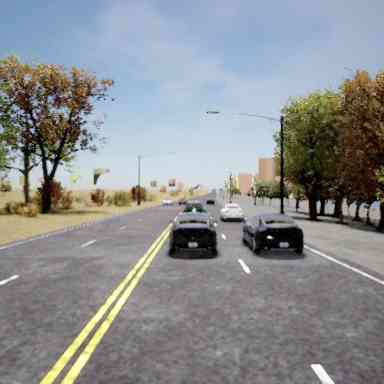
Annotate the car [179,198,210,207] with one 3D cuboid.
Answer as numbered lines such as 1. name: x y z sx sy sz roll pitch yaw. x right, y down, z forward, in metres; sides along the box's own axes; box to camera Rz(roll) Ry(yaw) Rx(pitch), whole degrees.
1. car: 0.218 1.600 29.021 2.097 1.767 4.553 0 -1 1

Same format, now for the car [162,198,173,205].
1. car: -5.239 2.079 71.140 1.812 1.442 4.674 0 0 2

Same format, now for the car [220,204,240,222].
1. car: 3.474 1.779 29.308 1.812 1.442 4.674 0 0 1

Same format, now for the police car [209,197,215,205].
1. police car: 3.967 1.988 71.803 1.930 1.638 5.238 0 0 2

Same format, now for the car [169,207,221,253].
1. car: 0.057 1.637 14.255 1.837 1.490 4.892 0 0 1

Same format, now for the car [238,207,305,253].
1. car: 3.308 1.637 14.236 1.837 1.490 4.892 0 0 1
